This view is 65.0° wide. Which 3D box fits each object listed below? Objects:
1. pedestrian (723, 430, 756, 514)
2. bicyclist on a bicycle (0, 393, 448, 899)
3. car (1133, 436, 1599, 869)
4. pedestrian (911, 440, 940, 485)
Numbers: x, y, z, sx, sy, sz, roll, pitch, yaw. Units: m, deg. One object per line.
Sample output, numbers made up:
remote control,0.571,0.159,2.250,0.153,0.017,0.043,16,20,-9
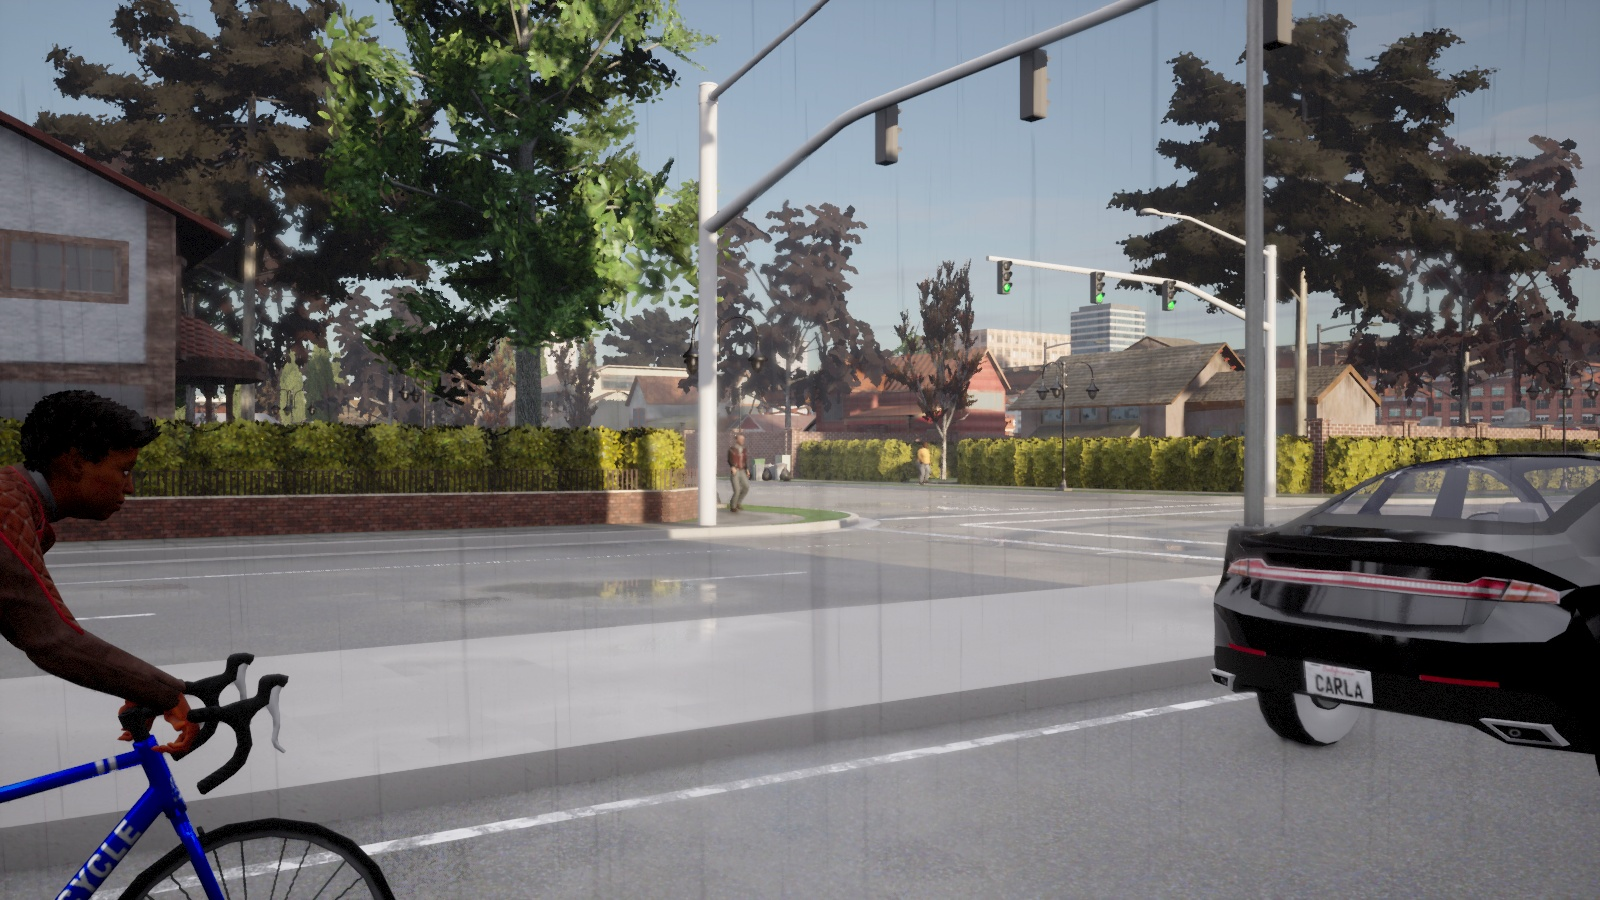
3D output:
pedestrian,-1.354,0.481,28.104,0.376,1.854,0.720,0,0,-39
bicyclist on a bicycle,-1.623,0.707,2.528,1.656,1.620,0.582,0,0,-35
car,4.234,0.708,6.605,4.902,1.511,2.128,0,0,-35
pedestrian,5.329,0.529,53.379,0.874,1.855,0.900,0,0,-34
